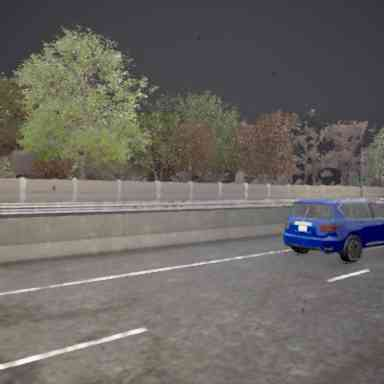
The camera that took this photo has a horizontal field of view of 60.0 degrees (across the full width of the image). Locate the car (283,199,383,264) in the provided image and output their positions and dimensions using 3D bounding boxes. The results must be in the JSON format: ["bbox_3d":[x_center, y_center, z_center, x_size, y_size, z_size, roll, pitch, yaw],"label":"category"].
[{"bbox_3d":[5.769,1.263,12.249,5.566,2.045,2.150,0,0,-35],"label":"car"}]
